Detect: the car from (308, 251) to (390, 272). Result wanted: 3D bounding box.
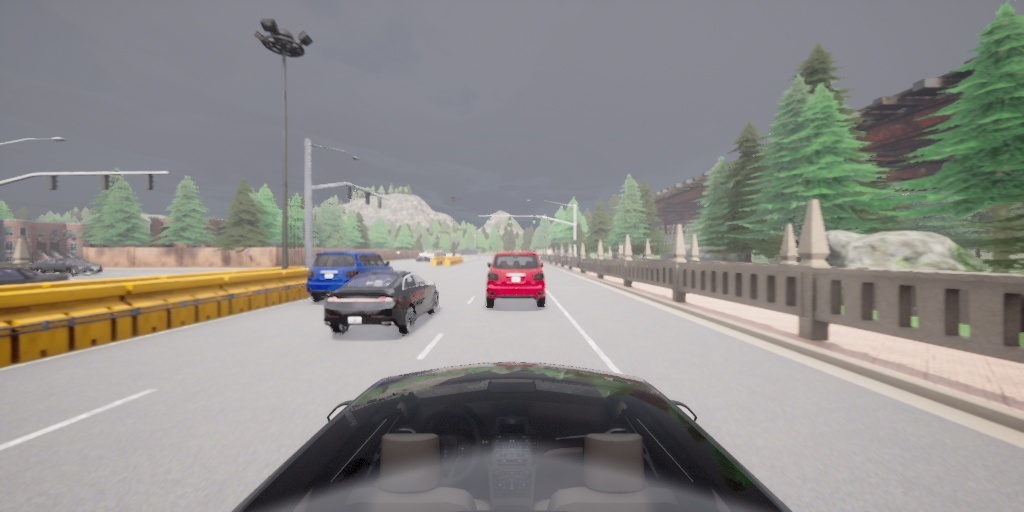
[{"bbox_3d":[-6.936,0.809,16.103,2.150,2.045,5.566,0,1,-2],"label":"car"}]

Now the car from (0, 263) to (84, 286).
[{"bbox_3d":[-21.008,1.154,13.954,2.033,1.411,5.357,0,1,1],"label":"car"}]

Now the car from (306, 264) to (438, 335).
[{"bbox_3d":[-3.375,1.145,10.140,2.128,1.511,4.902,0,1,0],"label":"car"}]

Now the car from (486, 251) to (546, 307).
[{"bbox_3d":[0.140,0.829,14.653,2.150,2.045,5.566,0,1,0],"label":"car"}]

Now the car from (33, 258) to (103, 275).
[{"bbox_3d":[-38.473,0.906,31.063,4.902,1.511,2.128,0,1,0],"label":"car"}]
